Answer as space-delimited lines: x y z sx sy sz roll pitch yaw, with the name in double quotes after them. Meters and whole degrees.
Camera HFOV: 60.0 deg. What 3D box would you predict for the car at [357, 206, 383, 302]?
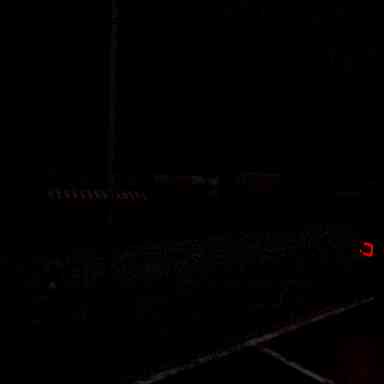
5.724 1.215 6.980 5.566 2.045 2.150 0 0 -35 "car"
